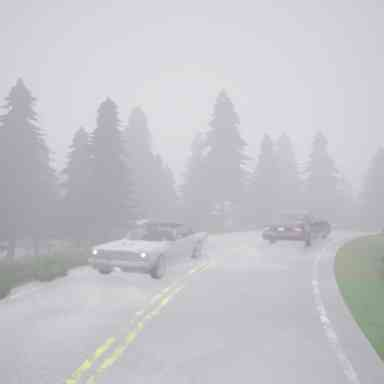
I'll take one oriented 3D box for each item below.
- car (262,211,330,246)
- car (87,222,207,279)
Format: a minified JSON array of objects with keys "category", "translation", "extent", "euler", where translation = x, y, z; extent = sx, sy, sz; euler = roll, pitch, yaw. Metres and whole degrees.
[{"category":"car","translation":[4.973,1.594,15.464],"extent":[2.033,1.411,5.357],"euler":[-3,-2,33]},{"category":"car","translation":[-1.126,1.675,10.510],"extent":[1.895,1.301,4.718],"euler":[-1,-1,21]}]
